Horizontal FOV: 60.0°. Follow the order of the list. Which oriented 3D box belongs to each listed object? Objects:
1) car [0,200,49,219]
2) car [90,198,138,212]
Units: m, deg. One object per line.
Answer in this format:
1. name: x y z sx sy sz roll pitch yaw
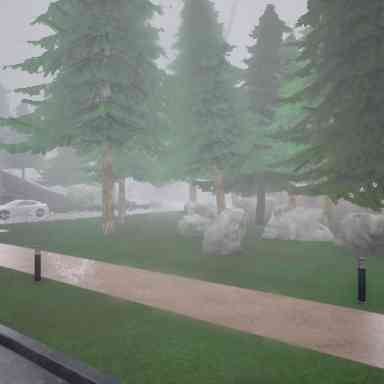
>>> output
1. car: -14.179 1.363 27.340 1.812 1.442 4.674 0 0 35
2. car: -8.201 1.385 35.671 2.033 1.411 5.357 0 0 36
